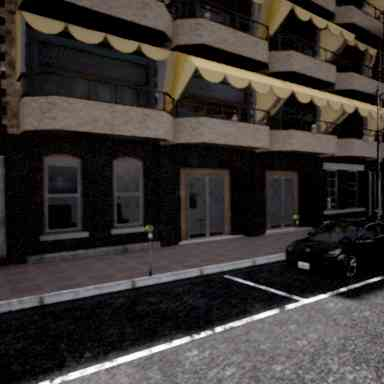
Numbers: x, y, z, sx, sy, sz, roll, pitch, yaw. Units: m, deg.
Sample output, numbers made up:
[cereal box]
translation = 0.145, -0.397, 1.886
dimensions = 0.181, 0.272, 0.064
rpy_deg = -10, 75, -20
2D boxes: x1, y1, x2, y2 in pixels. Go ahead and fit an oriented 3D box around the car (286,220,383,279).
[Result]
[car]
translation = 4.675, 1.526, 9.906
dimensions = 4.313, 1.339, 1.947
rpy_deg = 0, -1, -36
